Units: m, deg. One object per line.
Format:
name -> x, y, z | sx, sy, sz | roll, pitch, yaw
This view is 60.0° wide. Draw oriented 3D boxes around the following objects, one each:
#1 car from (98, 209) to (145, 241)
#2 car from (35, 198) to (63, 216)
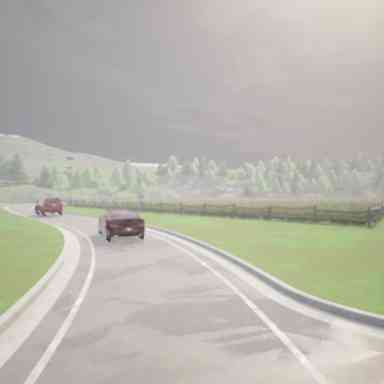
car -> -3.940, 1.655, 18.112 | 1.882, 1.535, 5.008 | 0, -1, -22
car -> -16.526, 1.662, 38.367 | 2.150, 2.045, 5.566 | 0, -1, -35
